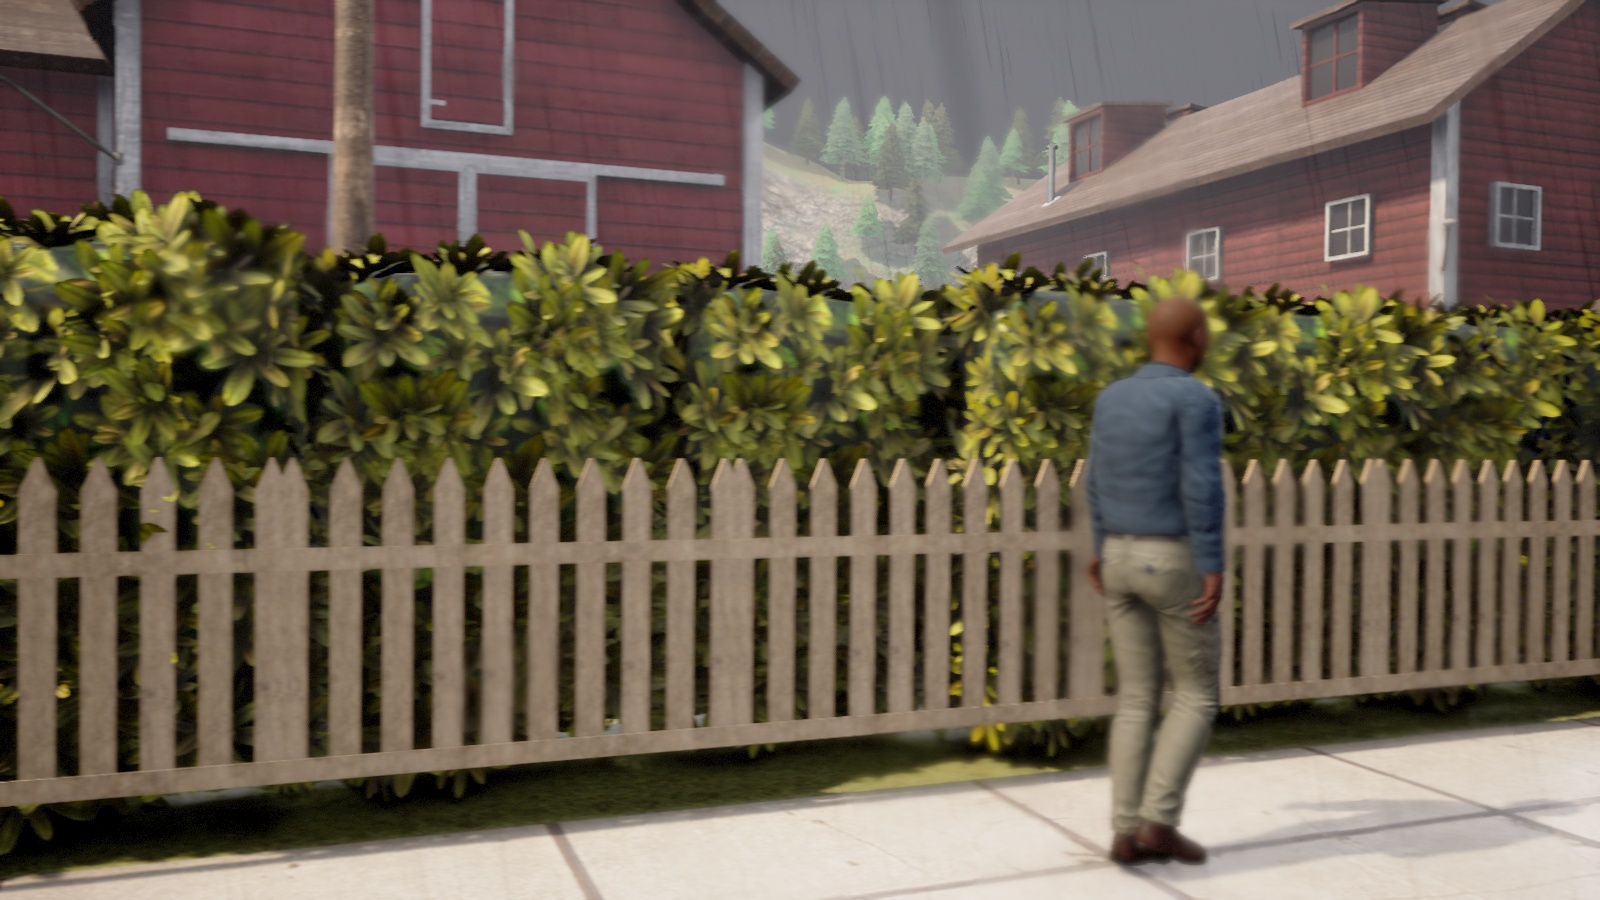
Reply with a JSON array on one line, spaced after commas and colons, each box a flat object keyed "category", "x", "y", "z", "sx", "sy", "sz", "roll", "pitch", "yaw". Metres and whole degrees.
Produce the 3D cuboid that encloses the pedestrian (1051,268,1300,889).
[{"category": "pedestrian", "x": 1.215, "y": 0.374, "z": 4.049, "sx": 0.726, "sy": 1.835, "sz": 0.370, "roll": -1, "pitch": 1, "yaw": -31}]
